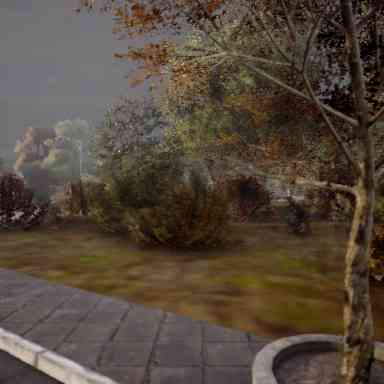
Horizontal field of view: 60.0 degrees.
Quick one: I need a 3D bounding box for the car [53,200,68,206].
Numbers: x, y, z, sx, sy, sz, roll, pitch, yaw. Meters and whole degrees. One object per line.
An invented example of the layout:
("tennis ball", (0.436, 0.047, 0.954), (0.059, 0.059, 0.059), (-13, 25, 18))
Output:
("car", (-13.060, 1.600, 35.512), (1.837, 1.490, 4.892), (0, 0, 32))
